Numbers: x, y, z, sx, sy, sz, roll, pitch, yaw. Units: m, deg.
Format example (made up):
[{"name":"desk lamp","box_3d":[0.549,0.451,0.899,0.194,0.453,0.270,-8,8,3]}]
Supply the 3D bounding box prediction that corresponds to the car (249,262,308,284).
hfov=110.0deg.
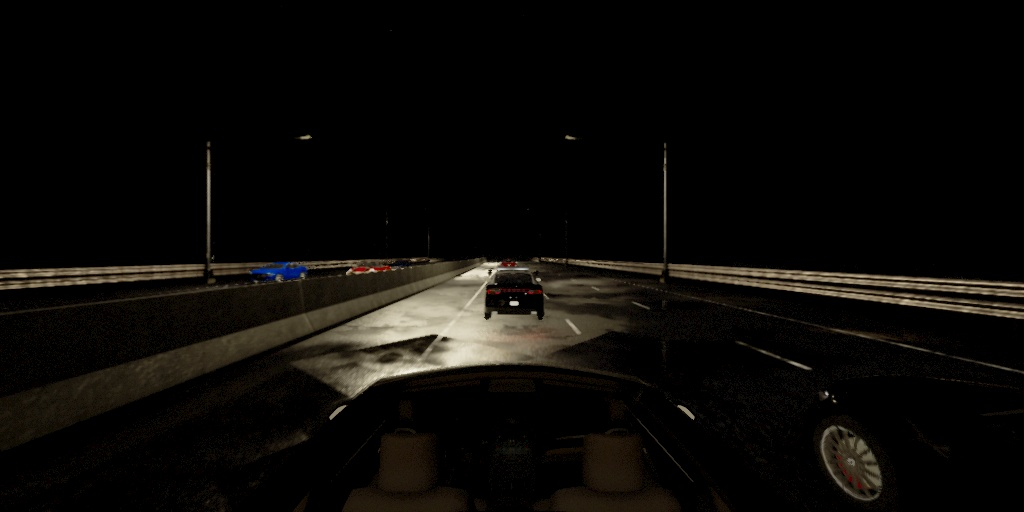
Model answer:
[{"name":"car","box_3d":[-17.811,1.228,27.575,1.882,1.535,5.008,0,0,-1]}]

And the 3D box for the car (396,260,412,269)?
[{"name":"car","box_3d":[-14.647,1.263,47.673,1.812,1.442,4.674,0,0,-1]}]

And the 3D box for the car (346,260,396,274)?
[{"name":"car","box_3d":[-10.808,1.100,27.388,2.097,1.767,4.553,0,0,-1]}]

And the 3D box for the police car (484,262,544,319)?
[{"name":"police car","box_3d":[0.049,1.174,13.015,1.930,1.638,5.238,0,0,0]}]

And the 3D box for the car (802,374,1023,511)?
[{"name":"car","box_3d":[3.595,1.275,1.330,1.812,1.442,4.674,0,0,0]}]

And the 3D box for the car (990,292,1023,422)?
[{"name":"car","box_3d":[7.093,1.226,2.108,1.882,1.535,5.008,0,0,0]}]

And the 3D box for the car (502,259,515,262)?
[{"name":"car","box_3d":[-0.409,1.091,42.808,2.097,1.767,4.553,0,0,-1]}]
